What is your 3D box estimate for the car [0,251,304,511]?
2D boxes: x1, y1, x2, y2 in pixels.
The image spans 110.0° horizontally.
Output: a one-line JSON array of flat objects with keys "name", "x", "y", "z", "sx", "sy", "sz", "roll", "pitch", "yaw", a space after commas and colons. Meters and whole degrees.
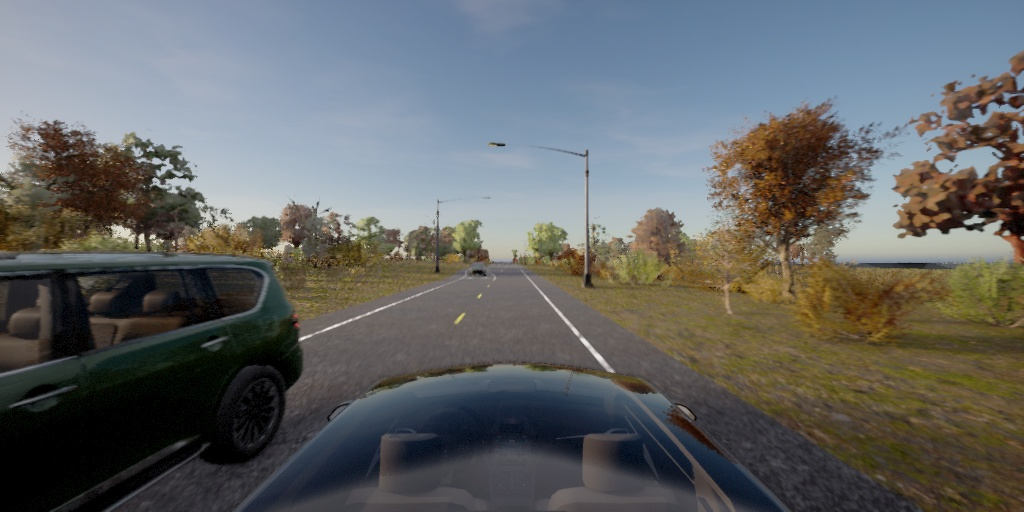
[{"name": "car", "x": -3.601, "y": 0.974, "z": 2.075, "sx": 2.150, "sy": 2.045, "sz": 5.566, "roll": 0, "pitch": 0, "yaw": 0}]

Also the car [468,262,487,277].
[{"name": "car", "x": -3.992, "y": 1.504, "z": 42.145, "sx": 2.097, "sy": 1.767, "sz": 4.553, "roll": 0, "pitch": -1, "yaw": -4}]
